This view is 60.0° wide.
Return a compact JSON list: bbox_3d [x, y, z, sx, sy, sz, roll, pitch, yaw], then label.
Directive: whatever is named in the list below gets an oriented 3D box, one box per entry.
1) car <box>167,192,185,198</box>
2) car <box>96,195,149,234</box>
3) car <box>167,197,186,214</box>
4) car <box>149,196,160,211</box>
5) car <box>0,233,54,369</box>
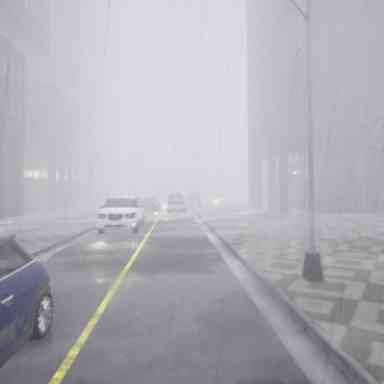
[{"bbox_3d":[-2.180,1.141,45.345,2.150,2.045,5.566,-1,0,-3],"label":"car"},{"bbox_3d":[-4.002,1.214,19.454,2.150,2.045,5.566,-1,0,-3],"label":"car"},{"bbox_3d":[-1.585,1.536,34.266,1.895,1.301,4.718,-1,0,-2],"label":"car"},{"bbox_3d":[-4.882,1.339,39.170,2.097,1.767,4.553,-1,0,-3],"label":"car"},{"bbox_3d":[-3.206,1.375,3.457,2.097,1.767,4.553,-1,0,-3],"label":"car"}]
